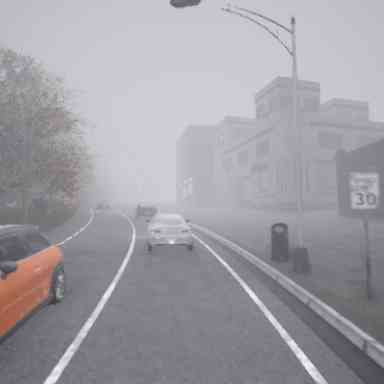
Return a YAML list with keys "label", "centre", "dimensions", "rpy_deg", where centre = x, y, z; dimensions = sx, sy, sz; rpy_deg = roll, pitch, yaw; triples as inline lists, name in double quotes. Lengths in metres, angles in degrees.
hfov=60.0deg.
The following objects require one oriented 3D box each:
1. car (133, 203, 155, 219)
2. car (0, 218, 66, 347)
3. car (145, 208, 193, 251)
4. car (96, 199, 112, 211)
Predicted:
- label: "car"
  centre: [-4.564, 1.751, 32.164]
  dimensions: [1.882, 1.535, 5.008]
  rpy_deg: [1, -1, -15]
- label: "car"
  centre: [-3.625, 1.397, 5.153]
  dimensions: [2.097, 1.767, 4.553]
  rpy_deg: [0, 0, -3]
- label: "car"
  centre: [-1.059, 1.663, 14.806]
  dimensions: [1.812, 1.442, 4.674]
  rpy_deg: [1, -1, -7]
- label: "car"
  centre: [-11.880, 1.724, 44.853]
  dimensions: [1.837, 1.490, 4.892]
  rpy_deg: [1, 0, -17]
